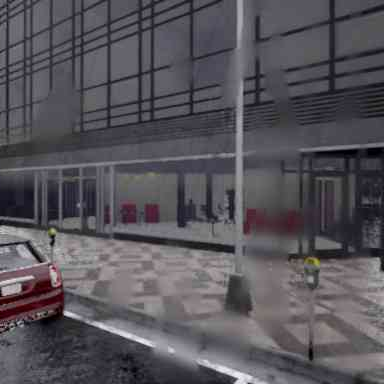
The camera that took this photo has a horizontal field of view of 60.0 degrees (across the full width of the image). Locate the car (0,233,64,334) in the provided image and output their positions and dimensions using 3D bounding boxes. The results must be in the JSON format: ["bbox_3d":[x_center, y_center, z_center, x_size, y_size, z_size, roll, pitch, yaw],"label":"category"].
[{"bbox_3d":[-4.172,1.430,5.934,4.097,1.590,1.967,0,0,35],"label":"car"}]
